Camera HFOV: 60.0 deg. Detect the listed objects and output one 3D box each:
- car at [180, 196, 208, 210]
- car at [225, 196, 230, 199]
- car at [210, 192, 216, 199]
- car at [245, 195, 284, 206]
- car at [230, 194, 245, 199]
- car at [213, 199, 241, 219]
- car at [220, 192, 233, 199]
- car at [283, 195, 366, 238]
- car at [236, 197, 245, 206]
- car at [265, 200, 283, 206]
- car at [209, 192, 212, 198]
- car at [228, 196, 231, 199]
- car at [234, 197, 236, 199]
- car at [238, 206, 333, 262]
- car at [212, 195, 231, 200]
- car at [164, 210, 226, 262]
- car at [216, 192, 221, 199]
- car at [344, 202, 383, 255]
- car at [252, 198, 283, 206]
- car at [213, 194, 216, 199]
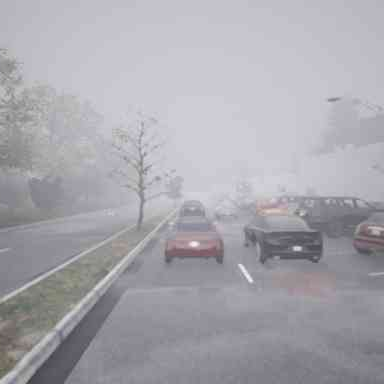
[{"bbox_3d":[0.049,1.440,29.154,2.097,1.767,4.553,0,0,0],"label":"car"},{"bbox_3d":[8.035,1.734,50.679,4.792,1.488,2.163,1,0,-20],"label":"car"},{"bbox_3d":[7.939,1.539,86.682,4.792,1.488,2.163,1,1,-20],"label":"car"},{"bbox_3d":[8.014,1.324,29.636,5.566,2.045,2.435,1,0,-20],"label":"car"},{"bbox_3d":[8.049,1.556,44.666,4.553,1.767,2.185,1,0,-20],"label":"car"},{"bbox_3d":[3.052,1.622,30.594,1.812,1.442,4.674,0,0,0],"label":"car"},{"bbox_3d":[8.034,1.458,53.679,5.566,2.045,2.435,1,0,-20],"label":"car"},{"bbox_3d":[8.077,1.261,17.667,5.566,2.045,2.435,1,-1,-20],"label":"car"},{"bbox_3d":[8.017,1.643,38.655,5.008,1.535,2.097,1,-1,-20],"label":"car"},{"bbox_3d":[8.216,1.539,23.717,5.366,1.575,1.946,1,-1,-20],"label":"car"},{"bbox_3d":[7.929,1.334,92.672,4.553,1.767,2.185,1,0,-20],"label":"car"},{"bbox_3d":[8.015,1.738,47.655,4.674,1.452,2.002,1,0,-20],"label":"car"},{"bbox_3d":[8.023,1.703,41.655,4.674,1.452,2.002,1,0,-20],"label":"car"},{"bbox_3d":[3.065,1.487,12.127,1.882,1.535,5.008,0,0,0],"label":"car"},{"bbox_3d":[7.956,1.525,89.701,4.674,1.452,2.002,1,0,-20],"label":"car"},{"bbox_3d":[0.066,1.574,12.214,1.994,1.385,4.181,0,0,0],"label":"car"},{"bbox_3d":[7.972,1.443,62.659,5.566,2.045,2.435,1,1,-20],"label":"car"},{"bbox_3d":[8.028,1.369,11.640,4.553,1.767,2.185,1,0,-20],"label":"car"},{"bbox_3d":[7.865,1.550,26.583,5.366,1.575,1.946,1,0,-20],"label":"car"},{"bbox_3d":[7.954,1.639,74.677,4.792,1.488,2.163,1,1,-20],"label":"car"}]
